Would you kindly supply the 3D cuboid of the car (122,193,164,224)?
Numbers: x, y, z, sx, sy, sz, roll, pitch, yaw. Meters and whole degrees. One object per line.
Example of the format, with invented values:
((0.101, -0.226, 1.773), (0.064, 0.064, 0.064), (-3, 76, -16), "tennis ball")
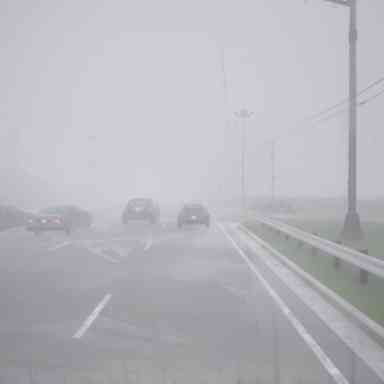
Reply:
((-3.404, 1.166, 23.120), (2.097, 1.767, 4.553), (0, 0, 0), "car")

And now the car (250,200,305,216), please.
((7.521, 1.361, 29.846), (1.895, 1.301, 4.718), (0, 1, -43), "car")

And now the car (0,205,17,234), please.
((-10.404, 1.403, 17.899), (2.033, 1.411, 5.357), (0, 0, 0), "car")

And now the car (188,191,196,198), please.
((-0.012, 0.834, 88.690), (1.994, 1.385, 4.181), (0, 0, 0), "car")

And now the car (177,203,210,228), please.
((0.098, 1.395, 20.893), (1.994, 1.385, 4.181), (0, 0, 0), "car")

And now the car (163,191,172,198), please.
((-7.012, 0.627, 88.797), (2.097, 1.767, 4.553), (0, 0, 0), "car")

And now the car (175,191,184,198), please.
((-3.512, 0.626, 88.753), (2.097, 1.767, 4.553), (0, 0, 0), "car")

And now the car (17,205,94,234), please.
((-6.903, 1.402, 17.993), (2.033, 1.411, 5.357), (0, 0, 0), "car")
